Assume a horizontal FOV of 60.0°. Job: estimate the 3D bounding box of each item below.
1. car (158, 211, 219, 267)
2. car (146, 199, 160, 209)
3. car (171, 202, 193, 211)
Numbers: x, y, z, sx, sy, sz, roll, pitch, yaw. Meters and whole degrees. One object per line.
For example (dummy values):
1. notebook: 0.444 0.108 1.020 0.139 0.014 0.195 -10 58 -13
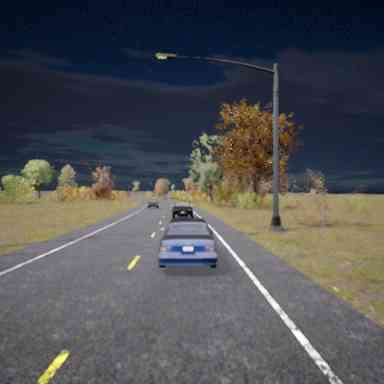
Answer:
1. car: -0.143 1.611 11.592 2.033 1.411 5.357 0 0 -1
2. car: -6.019 1.852 51.757 2.033 1.411 5.357 0 0 -5
3. car: -0.931 1.657 31.854 1.882 1.535 5.008 0 0 -3
